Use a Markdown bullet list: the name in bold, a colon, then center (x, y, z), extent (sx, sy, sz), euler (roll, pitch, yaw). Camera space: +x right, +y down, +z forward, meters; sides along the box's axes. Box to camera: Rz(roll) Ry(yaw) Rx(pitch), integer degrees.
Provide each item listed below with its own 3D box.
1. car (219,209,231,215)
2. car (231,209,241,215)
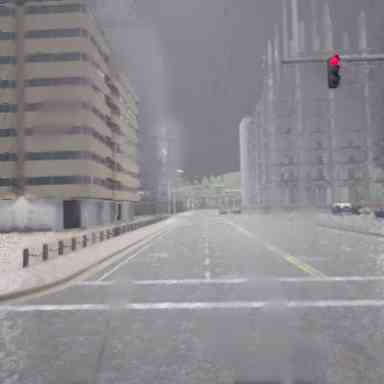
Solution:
- **car**: center (8.781, 5.529, 90.683), extent (1.895, 1.301, 4.718), euler (-2, -3, 2)
- **car**: center (12.292, 5.299, 90.349), extent (1.882, 1.535, 5.008), euler (-2, -3, 2)
